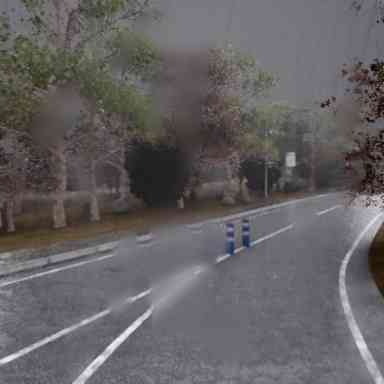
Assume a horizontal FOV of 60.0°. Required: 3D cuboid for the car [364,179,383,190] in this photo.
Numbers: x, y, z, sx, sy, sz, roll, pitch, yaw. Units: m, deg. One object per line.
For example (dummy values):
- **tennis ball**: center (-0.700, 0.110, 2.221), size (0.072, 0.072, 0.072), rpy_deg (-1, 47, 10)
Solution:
- **car**: center (23.428, -0.968, 42.850), size (2.128, 1.511, 4.902), rpy_deg (0, 4, 42)
